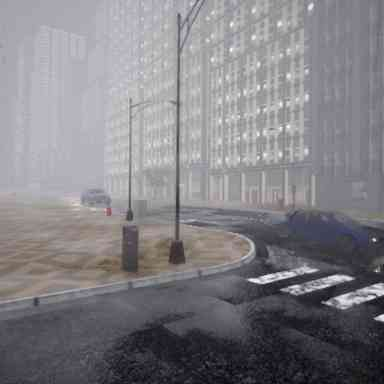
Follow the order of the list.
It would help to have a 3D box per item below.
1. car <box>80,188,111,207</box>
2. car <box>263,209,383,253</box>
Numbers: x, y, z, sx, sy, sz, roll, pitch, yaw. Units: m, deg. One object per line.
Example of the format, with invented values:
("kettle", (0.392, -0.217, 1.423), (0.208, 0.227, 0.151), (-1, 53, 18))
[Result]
("car", (-11.173, 0.575, 38.332), (2.150, 2.045, 5.566), (1, 1, -35))
("car", (5.530, 1.452, 14.123), (2.033, 1.411, 5.357), (1, 2, -35))
